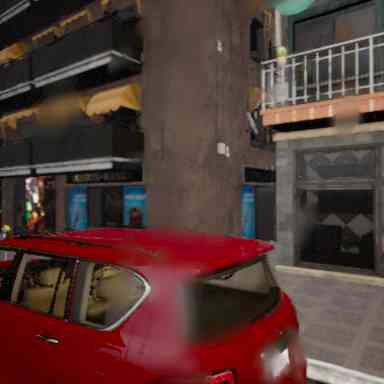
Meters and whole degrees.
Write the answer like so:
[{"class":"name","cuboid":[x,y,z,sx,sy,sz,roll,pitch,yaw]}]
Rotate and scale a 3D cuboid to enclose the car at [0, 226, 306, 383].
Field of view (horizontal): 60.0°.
[{"class":"car","cuboid":[-1.297,1.333,3.806,5.009,1.841,2.192,0,0,36]}]
